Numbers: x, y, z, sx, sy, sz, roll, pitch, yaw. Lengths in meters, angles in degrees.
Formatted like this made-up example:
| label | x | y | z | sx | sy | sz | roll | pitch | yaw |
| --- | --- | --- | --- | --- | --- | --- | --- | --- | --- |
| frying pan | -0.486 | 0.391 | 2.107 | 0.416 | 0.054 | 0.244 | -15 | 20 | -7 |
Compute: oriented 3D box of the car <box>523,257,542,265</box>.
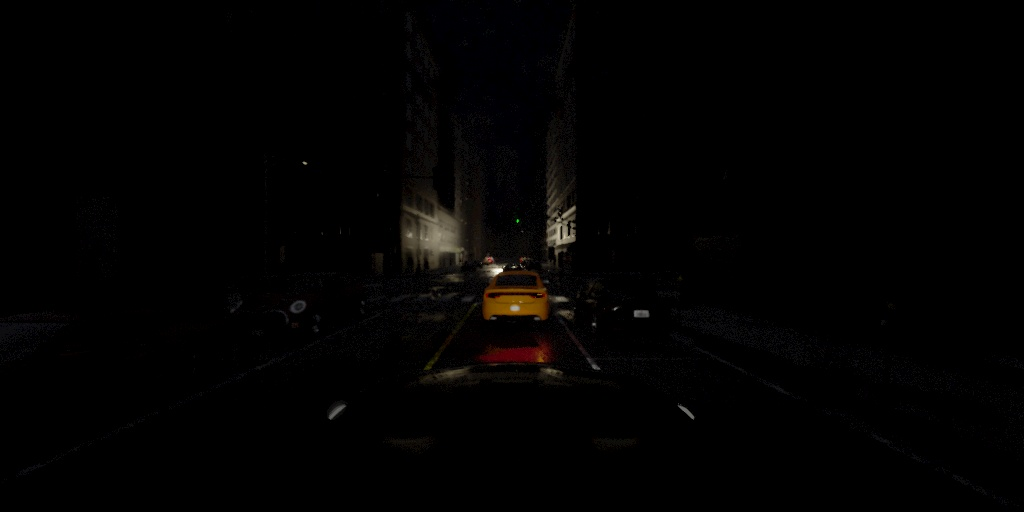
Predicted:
| label | x | y | z | sx | sy | sz | roll | pitch | yaw |
| --- | --- | --- | --- | --- | --- | --- | --- | --- | --- |
| car | 2.888 | 1.176 | 47.071 | 1.967 | 1.591 | 4.097 | 0 | 0 | 0 |

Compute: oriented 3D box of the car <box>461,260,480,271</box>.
| label | x | y | z | sx | sy | sz | roll | pitch | yaw |
| --- | --- | --- | --- | --- | --- | --- | --- | --- | --- |
| car | -5.638 | 1.318 | 47.083 | 1.802 | 1.307 | 4.207 | 0 | 0 | 0 |

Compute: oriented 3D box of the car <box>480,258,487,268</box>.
| label | x | y | z | sx | sy | sz | roll | pitch | yaw |
| --- | --- | --- | --- | --- | --- | --- | --- | --- | --- |
| car | -5.618 | 1.295 | 57.900 | 2.007 | 1.370 | 4.403 | 0 | 0 | 0 |

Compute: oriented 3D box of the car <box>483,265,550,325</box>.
| label | x | y | z | sx | sy | sz | roll | pitch | yaw |
| --- | --- | --- | --- | --- | --- | --- | --- | --- | --- |
| car | 0.216 | 1.217 | 11.876 | 1.882 | 1.535 | 5.008 | 0 | 0 | 3 |

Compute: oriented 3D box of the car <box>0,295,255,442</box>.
| label | x | y | z | sx | sy | sz | roll | pitch | yaw |
| --- | --- | --- | --- | --- | --- | --- | --- | --- | --- |
| car | -5.669 | 1.329 | 4.480 | 1.802 | 1.307 | 4.207 | 0 | 0 | 0 |

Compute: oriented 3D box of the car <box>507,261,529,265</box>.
| label | x | y | z | sx | sy | sz | roll | pitch | yaw |
| --- | --- | --- | --- | --- | --- | --- | --- | --- | --- |
| car | 0.095 | 1.357 | 29.179 | 1.994 | 1.385 | 4.181 | 0 | 0 | 0 |

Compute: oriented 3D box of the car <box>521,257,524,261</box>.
| label | x | y | z | sx | sy | sz | roll | pitch | yaw |
| --- | --- | --- | --- | --- | --- | --- | --- | --- | --- |
| car | 2.907 | 1.295 | 57.888 | 2.007 | 1.370 | 4.403 | 0 | 0 | 0 |

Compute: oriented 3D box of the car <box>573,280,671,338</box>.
| label | x | y | z | sx | sy | sz | roll | pitch | yaw |
| --- | --- | --- | --- | --- | --- | --- | --- | --- | --- |
| car | 2.856 | 1.307 | 9.982 | 1.948 | 1.339 | 4.313 | 0 | 0 | 0 |

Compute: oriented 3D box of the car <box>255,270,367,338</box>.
| label | x | y | z | sx | sy | sz | roll | pitch | yaw |
| --- | --- | --- | --- | --- | --- | --- | --- | --- | --- |
| car | -5.669 | 1.181 | 9.981 | 1.967 | 1.591 | 4.097 | 0 | 0 | 0 |
